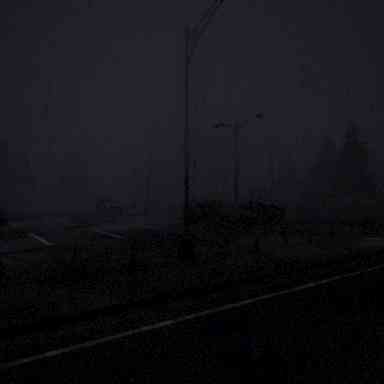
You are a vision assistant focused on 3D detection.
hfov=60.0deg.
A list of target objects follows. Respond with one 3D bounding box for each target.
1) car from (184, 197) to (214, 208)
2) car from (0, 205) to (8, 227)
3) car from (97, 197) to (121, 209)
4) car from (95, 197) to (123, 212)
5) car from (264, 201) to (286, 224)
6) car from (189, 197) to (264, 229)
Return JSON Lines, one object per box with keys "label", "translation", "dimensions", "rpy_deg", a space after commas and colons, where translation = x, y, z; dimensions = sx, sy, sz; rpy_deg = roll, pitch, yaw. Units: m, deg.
{"label": "car", "translation": [0.962, 1.527, 51.182], "dimensions": [2.128, 1.511, 4.902], "rpy_deg": [0, 0, -36]}
{"label": "car", "translation": [-12.368, 1.321, 20.280], "dimensions": [1.845, 1.501, 3.633], "rpy_deg": [0, 0, -36]}
{"label": "car", "translation": [-11.009, 1.392, 43.973], "dimensions": [1.845, 1.501, 3.633], "rpy_deg": [0, 0, -36]}
{"label": "car", "translation": [-9.081, 1.400, 36.212], "dimensions": [1.970, 1.475, 3.806], "rpy_deg": [0, 0, -36]}
{"label": "car", "translation": [4.240, 1.359, 22.872], "dimensions": [2.007, 1.523, 4.514], "rpy_deg": [0, 0, -36]}
{"label": "car", "translation": [1.728, 1.346, 20.993], "dimensions": [2.152, 1.636, 5.027], "rpy_deg": [0, 0, -36]}
